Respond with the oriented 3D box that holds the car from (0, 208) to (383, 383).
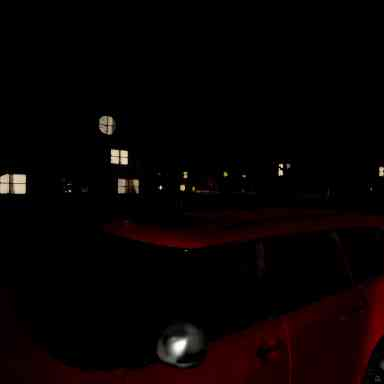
[{"bbox_3d":[-0.017,1.222,3.059,5.566,2.045,2.150,0,0,-35],"label":"car"}]
